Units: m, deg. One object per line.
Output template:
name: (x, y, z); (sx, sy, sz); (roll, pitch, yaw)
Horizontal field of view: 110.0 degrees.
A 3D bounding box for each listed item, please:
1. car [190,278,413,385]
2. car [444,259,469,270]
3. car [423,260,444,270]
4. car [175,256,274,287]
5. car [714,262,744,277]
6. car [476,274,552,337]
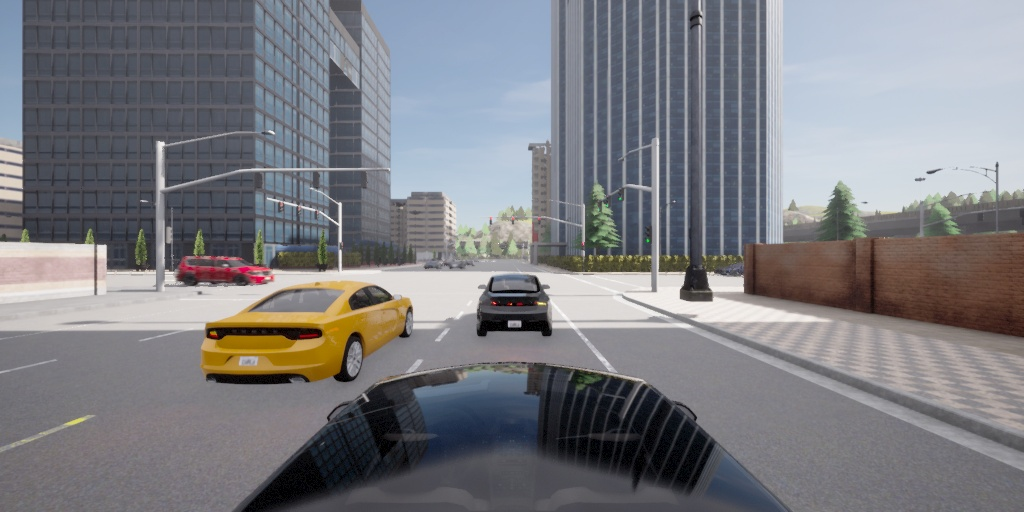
car: (-3.443, 1.227, 7.185); (1.882, 1.535, 5.008); (0, 0, 0)
car: (-7.943, 1.241, 51.798); (2.128, 1.511, 4.902); (0, 0, -1)
car: (-11.444, 1.313, 51.907); (1.994, 1.385, 4.181); (0, 0, -1)
car: (-19.176, 1.086, 24.051); (5.566, 2.045, 2.150); (1, 0, -1)
car: (22.824, 1.296, 35.052); (5.357, 1.411, 2.033); (0, 0, -1)
car: (0.059, 1.255, 10.325); (1.837, 1.490, 4.892); (0, 0, 0)
